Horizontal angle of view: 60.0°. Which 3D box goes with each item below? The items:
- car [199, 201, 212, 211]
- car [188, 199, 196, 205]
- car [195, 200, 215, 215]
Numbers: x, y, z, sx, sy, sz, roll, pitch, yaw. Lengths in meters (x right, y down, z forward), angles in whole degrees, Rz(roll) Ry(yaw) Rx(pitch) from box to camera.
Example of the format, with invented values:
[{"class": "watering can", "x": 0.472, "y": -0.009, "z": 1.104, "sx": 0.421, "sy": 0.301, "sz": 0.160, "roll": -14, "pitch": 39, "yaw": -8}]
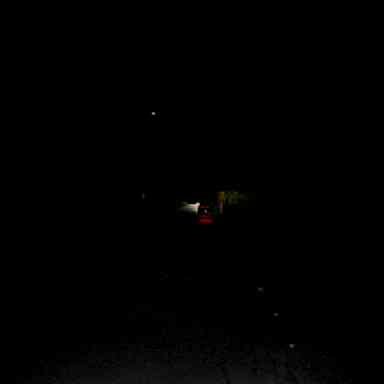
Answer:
[{"class": "car", "x": 1.993, "y": 2.046, "z": 49.088, "sx": 1.812, "sy": 1.442, "sz": 4.674, "roll": 0, "pitch": -1, "yaw": 2}, {"class": "car", "x": 0.089, "y": 2.153, "z": 72.798, "sx": 2.033, "sy": 1.411, "sz": 5.357, "roll": 0, "pitch": -1, "yaw": 2}, {"class": "car", "x": 1.599, "y": 1.901, "z": 39.090, "sx": 1.837, "sy": 1.490, "sz": 4.892, "roll": 0, "pitch": -1, "yaw": 2}]
